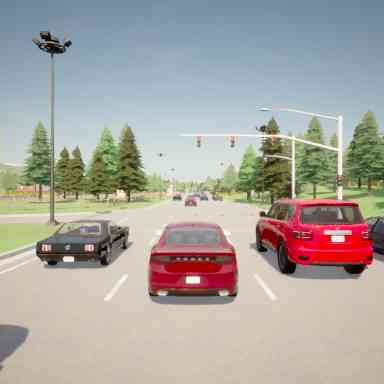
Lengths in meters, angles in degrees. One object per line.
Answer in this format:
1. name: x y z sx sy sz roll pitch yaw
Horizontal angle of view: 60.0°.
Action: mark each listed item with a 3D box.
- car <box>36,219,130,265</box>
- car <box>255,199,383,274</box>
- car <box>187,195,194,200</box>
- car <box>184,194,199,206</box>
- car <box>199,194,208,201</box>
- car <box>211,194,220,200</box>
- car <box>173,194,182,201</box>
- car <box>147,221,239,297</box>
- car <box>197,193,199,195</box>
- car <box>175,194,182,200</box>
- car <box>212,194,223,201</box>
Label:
1. car: -3.463 1.601 11.582 1.895 1.301 4.718 0 0 0
2. car: 3.533 1.221 10.698 2.150 2.045 5.566 0 0 0
3. car: -0.358 1.427 94.313 1.895 1.301 4.718 0 0 0
4. car: -0.201 1.525 53.250 1.812 1.442 4.674 0 0 0
5. car: 3.180 1.516 84.293 1.812 1.442 4.674 0 0 0
6. car: 6.642 1.372 94.309 2.033 1.411 5.357 0 0 0
7. car: -3.818 1.469 83.849 1.882 1.535 5.008 0 0 0
8. car: 0.030 1.478 8.648 1.882 1.535 5.008 0 0 0
9. car: 3.142 1.357 94.296 2.128 1.511 4.902 0 0 0
10. car: -3.858 1.310 94.269 1.882 1.535 5.008 0 0 0
11. car: 6.682 1.516 83.889 2.128 1.511 4.902 0 0 0
